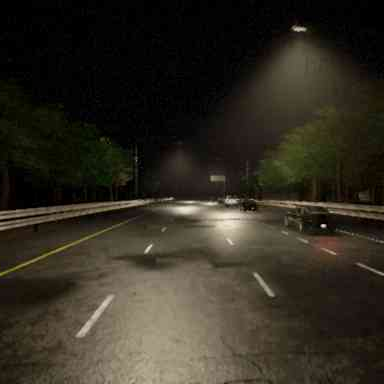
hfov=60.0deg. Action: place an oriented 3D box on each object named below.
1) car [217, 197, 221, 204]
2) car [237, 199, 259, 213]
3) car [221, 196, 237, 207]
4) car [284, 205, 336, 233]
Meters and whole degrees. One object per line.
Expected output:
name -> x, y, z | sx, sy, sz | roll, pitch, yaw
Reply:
car -> 7.319, 2.104, 81.177 | 2.097, 1.767, 4.553 | 0, -1, 0
car -> 7.072, 1.783, 41.025 | 1.812, 1.442, 4.674 | 0, -1, 0
car -> 7.172, 1.721, 61.103 | 2.150, 2.045, 5.566 | 0, -1, 0
car -> 7.013, 1.575, 20.154 | 1.837, 1.490, 4.892 | 0, 0, 0
